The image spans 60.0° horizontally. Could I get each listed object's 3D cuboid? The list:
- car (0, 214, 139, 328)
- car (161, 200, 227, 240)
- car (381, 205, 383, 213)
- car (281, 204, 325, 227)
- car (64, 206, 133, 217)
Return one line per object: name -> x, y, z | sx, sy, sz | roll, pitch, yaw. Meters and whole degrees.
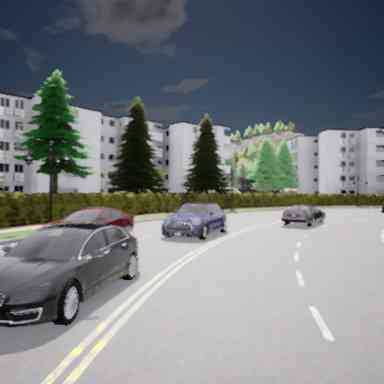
car -> -2.644, 1.472, 7.246 | 1.837, 1.490, 4.892 | 0, 0, 11
car -> 0.233, 1.323, 17.061 | 2.097, 1.767, 4.553 | 1, 0, 23
car -> 22.863, 1.681, 36.600 | 4.181, 1.385, 1.994 | 0, 0, -29
car -> 7.911, 1.569, 23.437 | 2.033, 1.411, 5.357 | 1, 0, 34
car -> -4.363, 1.417, 14.704 | 1.882, 1.535, 5.008 | 0, 0, 19
